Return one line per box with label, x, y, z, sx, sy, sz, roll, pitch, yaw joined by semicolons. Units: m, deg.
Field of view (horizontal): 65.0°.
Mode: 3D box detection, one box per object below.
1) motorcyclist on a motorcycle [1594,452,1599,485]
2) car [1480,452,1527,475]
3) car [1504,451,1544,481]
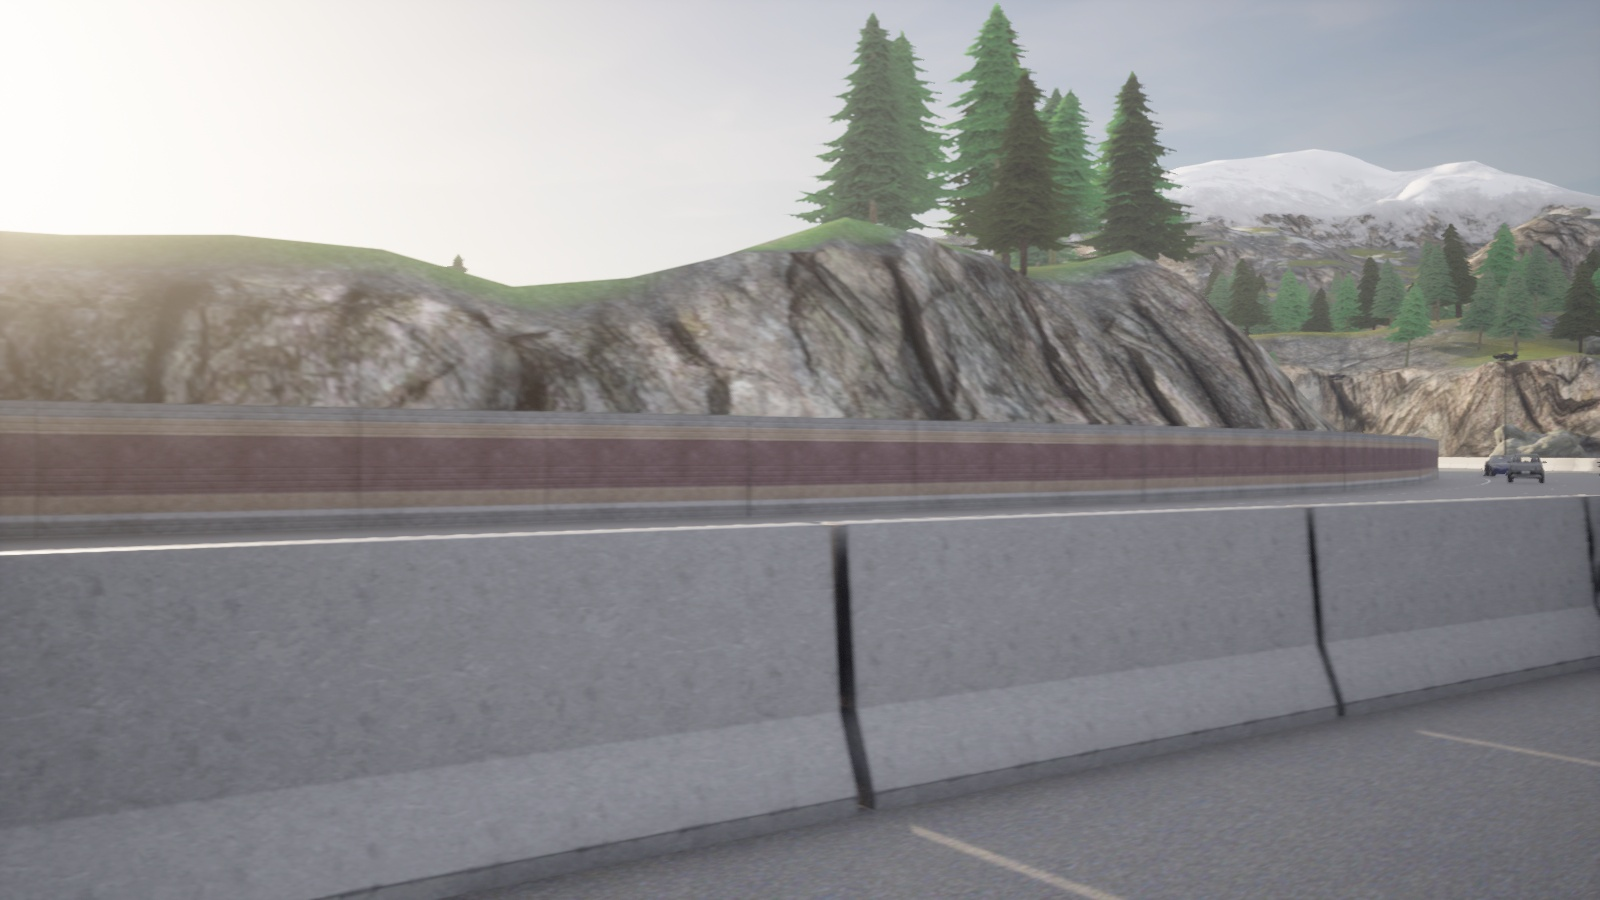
motorcyclist on a motorcycle;37.340;0.847;58.176;0.866;1.530;2.191;-1;-1;34
car;46.667;0.856;83.400;2.163;1.488;4.792;0;0;22
car;38.005;0.809;65.919;1.789;1.549;3.705;0;0;31
